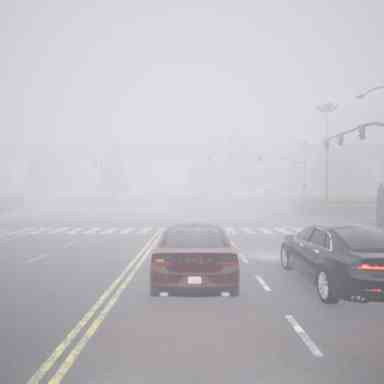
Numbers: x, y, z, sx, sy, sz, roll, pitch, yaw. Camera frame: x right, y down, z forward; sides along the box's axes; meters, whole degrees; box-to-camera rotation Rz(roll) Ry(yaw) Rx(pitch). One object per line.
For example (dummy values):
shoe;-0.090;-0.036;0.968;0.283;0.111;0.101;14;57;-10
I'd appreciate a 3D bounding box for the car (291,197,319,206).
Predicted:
car;16.576;1.493;47.112;4.892;1.490;1.837;0;0;0

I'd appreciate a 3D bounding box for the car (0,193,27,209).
car;-24.808;1.210;43.774;5.566;2.045;2.150;0;0;0

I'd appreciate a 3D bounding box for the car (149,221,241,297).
car;0.058;1.475;8.614;1.882;1.535;5.008;0;0;0

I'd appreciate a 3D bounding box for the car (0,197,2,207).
car;-29.982;1.490;47.294;4.892;1.490;1.837;-1;0;0

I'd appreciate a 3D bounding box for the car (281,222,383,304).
car;3.556;1.503;8.101;1.837;1.490;4.892;0;0;0

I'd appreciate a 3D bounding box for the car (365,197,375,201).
car;20.495;1.536;43.598;5.357;1.411;2.033;0;0;0

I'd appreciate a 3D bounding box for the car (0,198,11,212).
car;-21.523;1.539;33.061;5.357;1.411;2.033;0;0;0

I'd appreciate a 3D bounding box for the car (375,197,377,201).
car;25.894;1.491;47.083;4.892;1.490;1.837;0;0;0

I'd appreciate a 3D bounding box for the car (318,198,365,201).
car;17.979;1.554;40.108;4.181;1.385;1.994;0;0;0
